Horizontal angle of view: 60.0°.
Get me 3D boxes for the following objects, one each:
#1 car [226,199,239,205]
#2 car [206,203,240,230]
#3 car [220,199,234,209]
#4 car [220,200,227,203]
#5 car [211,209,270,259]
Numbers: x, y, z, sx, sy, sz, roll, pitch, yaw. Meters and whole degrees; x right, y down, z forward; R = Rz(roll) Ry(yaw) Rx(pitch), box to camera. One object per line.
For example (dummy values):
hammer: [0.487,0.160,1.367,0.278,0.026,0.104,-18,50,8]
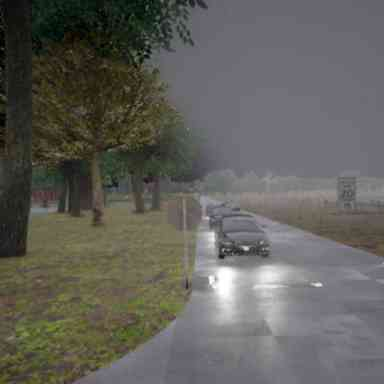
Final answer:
car: [5.698,2.020,47.234,1.994,1.385,4.181,-2,-1,1]
car: [2.168,1.820,24.003,1.837,1.490,4.892,-2,-1,2]
car: [5.938,2.059,57.079,1.837,1.490,4.892,-2,-1,1]
car: [2.561,2.019,38.902,2.033,1.411,5.357,-2,-1,2]
car: [1.911,1.704,13.736,1.837,1.490,4.892,-2,-1,2]
